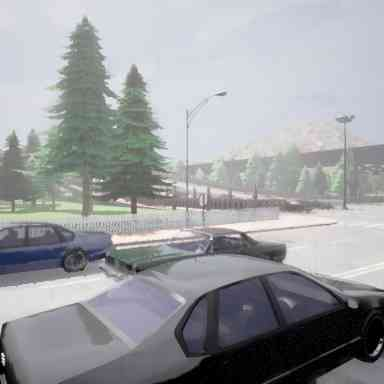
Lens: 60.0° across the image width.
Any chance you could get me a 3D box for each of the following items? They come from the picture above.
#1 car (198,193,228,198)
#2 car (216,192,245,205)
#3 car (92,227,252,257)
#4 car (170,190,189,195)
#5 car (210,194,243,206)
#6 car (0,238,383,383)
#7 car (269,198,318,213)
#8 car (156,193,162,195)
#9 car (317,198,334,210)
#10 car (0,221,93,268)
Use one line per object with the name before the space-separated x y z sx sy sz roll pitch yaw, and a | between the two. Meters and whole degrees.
car | 2.883 1.136 53.284 2.128 1.511 4.902 0 3 -37
car | 6.244 1.045 54.646 2.097 1.767 4.553 0 3 -37
car | 0.186 1.601 8.415 4.718 1.301 1.895 0 0 -35
car | -2.591 -0.016 66.484 2.128 1.511 4.902 0 6 -36
car | 4.271 1.413 45.656 2.128 1.511 4.902 0 1 -37
car | 0.551 1.547 4.139 5.357 1.411 2.033 0 0 -35
car | 11.007 1.600 36.723 1.895 1.301 4.718 0 0 -36
car | -7.103 0.259 60.788 1.994 1.385 4.181 0 6 -37
car | 15.592 1.481 42.328 2.128 1.511 4.902 0 0 -37
car | -4.819 1.547 9.148 5.357 1.411 2.033 0 0 -35
